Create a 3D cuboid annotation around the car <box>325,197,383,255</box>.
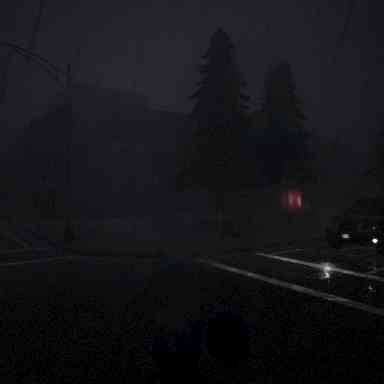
[{"bbox_3d":[7.795,1.249,13.692,5.566,2.045,2.150,0,0,-36],"label":"car"}]
